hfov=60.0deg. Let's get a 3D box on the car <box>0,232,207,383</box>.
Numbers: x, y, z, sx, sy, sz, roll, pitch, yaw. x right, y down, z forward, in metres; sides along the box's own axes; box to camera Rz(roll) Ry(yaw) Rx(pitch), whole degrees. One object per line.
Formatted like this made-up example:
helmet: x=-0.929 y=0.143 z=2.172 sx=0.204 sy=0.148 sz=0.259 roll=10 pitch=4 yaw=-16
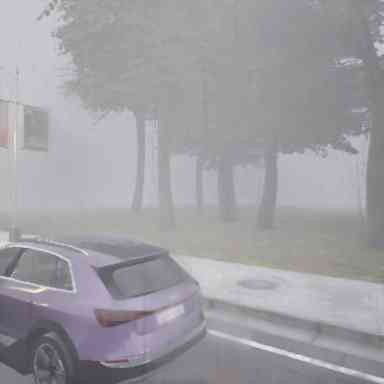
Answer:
car: x=-2.071 y=1.432 z=5.038 sx=4.856 sy=1.649 sz=2.033 roll=0 pitch=0 yaw=35
